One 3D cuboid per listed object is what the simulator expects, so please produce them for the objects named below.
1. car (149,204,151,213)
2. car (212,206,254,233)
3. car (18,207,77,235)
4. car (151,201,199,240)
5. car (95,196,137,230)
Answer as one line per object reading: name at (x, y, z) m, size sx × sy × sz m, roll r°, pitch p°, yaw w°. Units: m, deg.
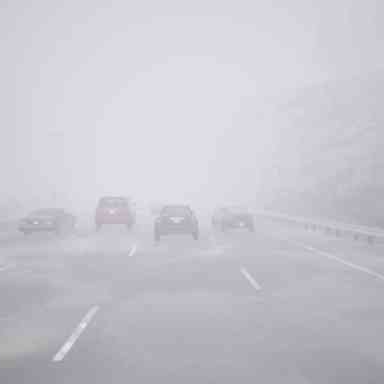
car at (-3.565, 1.650, 35.871) m, size 1.895 × 1.301 × 4.718 m, roll 0°, pitch 0°, yaw -11°
car at (2.377, 1.544, 19.930) m, size 1.812 × 1.442 × 4.674 m, roll 0°, pitch 0°, yaw -6°
car at (-8.043, 1.586, 18.997) m, size 2.033 × 1.411 × 5.357 m, roll 0°, pitch 0°, yaw -6°
car at (-0.890, 1.374, 17.435) m, size 2.097 × 1.767 × 4.553 m, roll 0°, pitch 0°, yaw -5°
car at (-4.821, 1.256, 21.458) m, size 2.150 × 2.045 × 5.566 m, roll 0°, pitch 0°, yaw -7°
